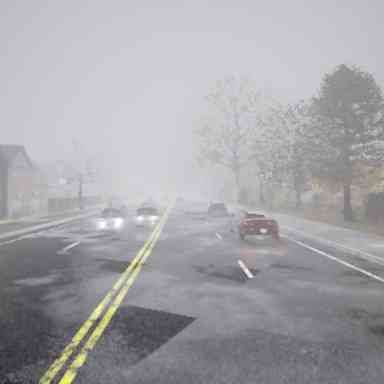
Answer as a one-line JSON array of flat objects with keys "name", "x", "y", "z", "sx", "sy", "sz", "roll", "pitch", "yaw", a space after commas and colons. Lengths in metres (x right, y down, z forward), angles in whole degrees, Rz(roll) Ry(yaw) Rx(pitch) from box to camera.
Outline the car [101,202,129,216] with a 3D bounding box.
[{"name": "car", "x": -7.471, "y": 1.616, "z": 32.478, "sx": 1.895, "sy": 1.301, "sz": 4.718, "roll": 0, "pitch": 0, "yaw": -2}]

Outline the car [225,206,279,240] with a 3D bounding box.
[{"name": "car", "x": 3.046, "y": 1.513, "z": 16.785, "sx": 1.812, "sy": 1.442, "sz": 4.674, "roll": 0, "pitch": 0, "yaw": -2}]

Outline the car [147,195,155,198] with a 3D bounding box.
[{"name": "car", "x": -9.052, "y": 1.395, "z": 73.130, "sx": 1.837, "sy": 1.490, "sz": 4.892, "roll": 0, "pitch": 0, "yaw": -2}]

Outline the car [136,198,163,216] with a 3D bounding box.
[{"name": "car", "x": -4.212, "y": 1.570, "z": 32.280, "sx": 1.994, "sy": 1.385, "sz": 4.181, "roll": 0, "pitch": 0, "yaw": -2}]

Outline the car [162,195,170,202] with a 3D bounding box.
[{"name": "car", "x": -5.804, "y": 1.410, "z": 73.263, "sx": 2.128, "sy": 1.511, "sz": 4.902, "roll": 0, "pitch": 0, "yaw": -2}]

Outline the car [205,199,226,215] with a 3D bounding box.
[{"name": "car", "x": 2.387, "y": 1.477, "z": 33.603, "sx": 2.128, "sy": 1.511, "sz": 4.902, "roll": 0, "pitch": 0, "yaw": -2}]

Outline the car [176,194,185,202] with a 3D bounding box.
[{"name": "car", "x": -2.507, "y": 1.481, "z": 72.193, "sx": 2.128, "sy": 1.511, "sz": 4.902, "roll": 0, "pitch": 0, "yaw": -2}]
